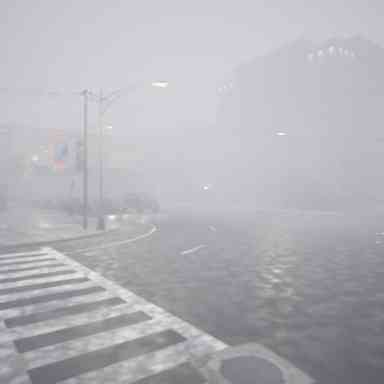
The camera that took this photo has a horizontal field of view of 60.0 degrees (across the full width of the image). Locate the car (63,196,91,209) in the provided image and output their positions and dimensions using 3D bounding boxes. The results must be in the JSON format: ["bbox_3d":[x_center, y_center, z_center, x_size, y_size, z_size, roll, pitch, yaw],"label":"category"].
[{"bbox_3d":[-14.544,1.285,41.978,1.882,1.535,5.008,0,0,-36],"label":"car"}]

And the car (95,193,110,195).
[{"bbox_3d":[-11.511,1.289,43.763,1.882,1.535,5.008,0,0,-36],"label":"car"}]

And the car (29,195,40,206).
[{"bbox_3d":[-21.955,1.247,47.105,2.231,1.521,4.892,0,0,-27],"label":"car"}]

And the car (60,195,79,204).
[{"bbox_3d":[-21.040,1.242,56.804,1.837,1.490,4.892,0,0,-36],"label":"car"}]

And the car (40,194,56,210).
[{"bbox_3d":[-15.580,1.171,38.417,2.185,1.767,4.553,0,0,-37],"label":"car"}]

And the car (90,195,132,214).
[{"bbox_3d":[-8.181,1.362,33.348,1.837,1.490,4.892,0,0,-36],"label":"car"}]

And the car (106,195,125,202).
[{"bbox_3d":[-15.170,1.317,66.078,1.895,1.301,4.718,0,0,-37],"label":"car"}]

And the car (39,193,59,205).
[{"bbox_3d":[-23.187,1.089,53.792,2.097,1.767,4.553,0,0,-36],"label":"car"}]

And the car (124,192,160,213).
[{"bbox_3d":[-5.588,1.079,35.731,2.150,2.045,5.566,0,0,-36],"label":"car"}]

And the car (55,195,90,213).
[{"bbox_3d":[-11.651,1.326,33.332,2.097,1.535,5.008,0,0,-37],"label":"car"}]
